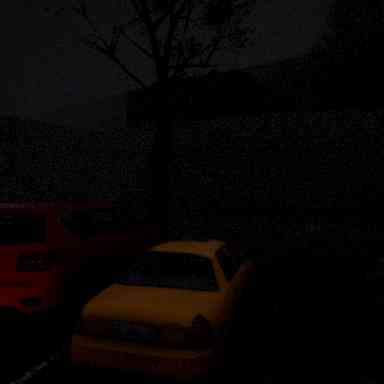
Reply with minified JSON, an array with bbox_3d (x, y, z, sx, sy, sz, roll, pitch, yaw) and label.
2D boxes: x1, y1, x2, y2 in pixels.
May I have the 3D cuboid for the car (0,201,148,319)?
[{"bbox_3d":[-2.435,1.230,7.540,2.435,2.045,5.566,0,-1,15],"label":"car"}]

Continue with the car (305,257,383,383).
[{"bbox_3d":[2.458,1.527,4.038,2.002,1.452,4.674,0,-1,15],"label":"car"}]

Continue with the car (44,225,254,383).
[{"bbox_3d":[0.058,1.483,5.957,1.946,1.575,5.366,0,-1,15],"label":"car"}]
